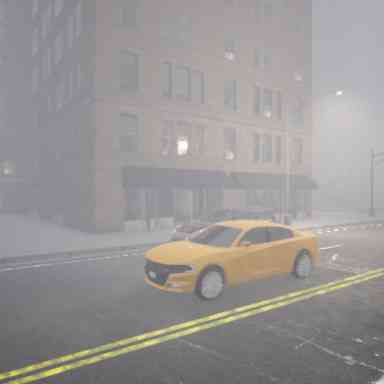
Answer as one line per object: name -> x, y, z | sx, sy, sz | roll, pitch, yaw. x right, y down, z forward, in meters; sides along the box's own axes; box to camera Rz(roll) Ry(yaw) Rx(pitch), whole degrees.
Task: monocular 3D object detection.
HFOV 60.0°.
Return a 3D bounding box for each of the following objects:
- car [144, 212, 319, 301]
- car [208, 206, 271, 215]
car -> 1.193, 1.485, 8.529 | 5.008, 1.535, 1.882 | 0, 0, -36
car -> 1.432, 1.363, 12.691 | 4.553, 1.767, 2.097 | 0, 0, -35
